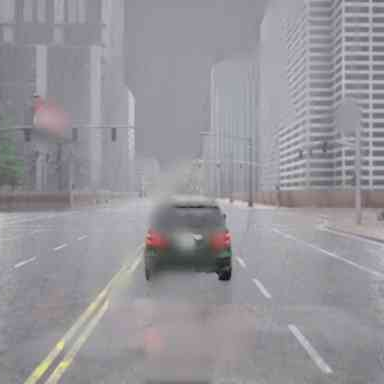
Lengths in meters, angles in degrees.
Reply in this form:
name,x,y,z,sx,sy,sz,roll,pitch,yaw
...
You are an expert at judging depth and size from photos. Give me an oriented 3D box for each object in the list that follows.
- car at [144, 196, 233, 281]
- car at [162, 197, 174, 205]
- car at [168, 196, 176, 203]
name,x,y,z,sx,sy,sz,roll,pitch,yaw
car,-0.099,1.247,10.068,2.150,2.045,5.566,0,0,0
car,-4.526,1.659,63.576,1.837,1.490,4.892,0,0,0
car,-4.742,1.716,79.054,1.812,1.442,4.674,0,0,-1
